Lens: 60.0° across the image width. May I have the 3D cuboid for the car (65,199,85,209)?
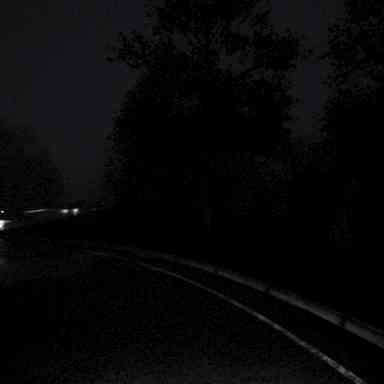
[{"bbox_3d":[-18.550,1.836,52.702,1.882,1.535,5.008,-1,0,-1],"label":"car"}]

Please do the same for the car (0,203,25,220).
[{"bbox_3d":[-18.167,1.845,32.566,1.837,1.490,4.892,-1,0,-1],"label":"car"}]

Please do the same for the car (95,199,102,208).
[{"bbox_3d":[-15.012,1.824,55.820,1.812,1.442,4.674,-1,0,-1],"label":"car"}]
